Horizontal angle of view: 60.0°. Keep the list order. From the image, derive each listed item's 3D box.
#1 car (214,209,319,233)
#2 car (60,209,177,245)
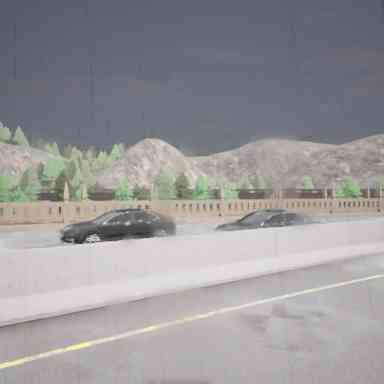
[{"bbox_3d":[3.152,1.505,13.779,4.892,1.490,1.837,0,0,-28],"label":"car"},{"bbox_3d":[-3.022,1.505,14.247,4.892,1.490,1.837,0,0,-31],"label":"car"}]
